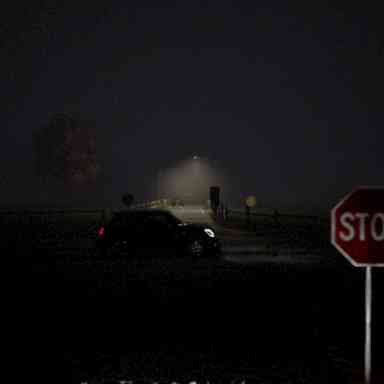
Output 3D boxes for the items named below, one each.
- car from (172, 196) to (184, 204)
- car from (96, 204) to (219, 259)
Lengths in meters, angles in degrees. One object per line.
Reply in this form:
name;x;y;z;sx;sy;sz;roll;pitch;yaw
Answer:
car;-2.729;1.838;64.860;2.150;2.045;5.566;0;-1;0
car;-1.250;1.485;12.846;4.553;1.767;2.097;0;0;-1
